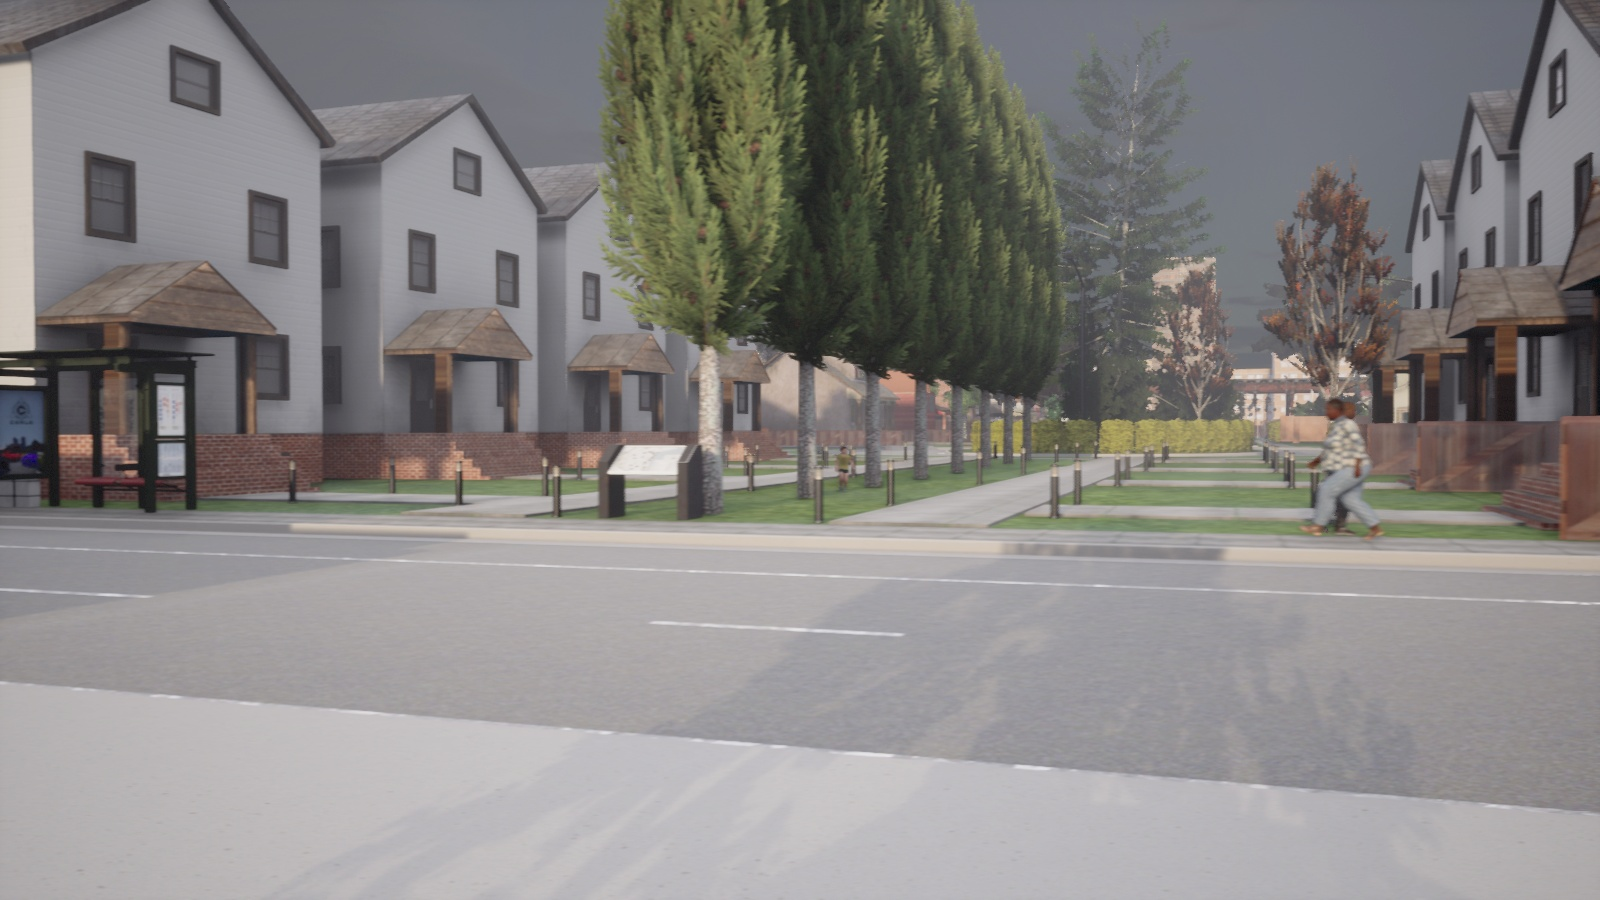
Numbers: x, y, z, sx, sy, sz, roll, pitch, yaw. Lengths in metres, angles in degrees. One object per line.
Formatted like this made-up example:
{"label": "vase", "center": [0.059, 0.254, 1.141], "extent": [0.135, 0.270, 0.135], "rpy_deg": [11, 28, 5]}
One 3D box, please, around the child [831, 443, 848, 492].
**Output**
{"label": "child", "center": [0.899, 0.404, 28.715], "extent": [0.255, 1.110, 0.394], "rpy_deg": [0, 1, -17]}

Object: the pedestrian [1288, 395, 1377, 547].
{"label": "pedestrian", "center": [6.723, 0.251, 15.893], "extent": [0.900, 1.855, 0.874], "rpy_deg": [1, 1, 15]}

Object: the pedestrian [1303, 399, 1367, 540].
{"label": "pedestrian", "center": [7.040, 0.248, 16.548], "extent": [0.726, 1.835, 0.370], "rpy_deg": [1, 1, 18]}
